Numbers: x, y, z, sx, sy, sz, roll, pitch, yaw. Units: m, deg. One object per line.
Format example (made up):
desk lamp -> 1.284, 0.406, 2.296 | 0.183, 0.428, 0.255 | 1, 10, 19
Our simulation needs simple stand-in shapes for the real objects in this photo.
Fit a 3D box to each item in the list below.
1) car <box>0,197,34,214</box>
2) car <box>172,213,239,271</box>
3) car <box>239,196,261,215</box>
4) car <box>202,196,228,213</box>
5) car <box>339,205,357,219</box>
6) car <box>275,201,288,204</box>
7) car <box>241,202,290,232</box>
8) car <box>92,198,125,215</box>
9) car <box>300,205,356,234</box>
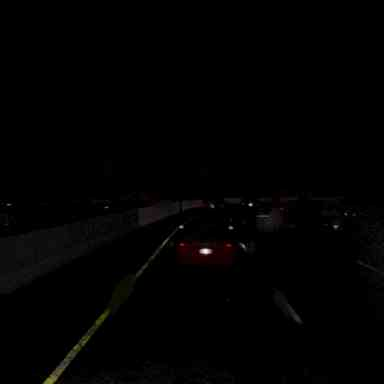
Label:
car -> -18.754, 1.363, 35.013 | 2.097, 1.767, 4.553 | 1, 0, 8
car -> 0.465, 1.622, 11.183 | 1.994, 1.385, 4.181 | 1, 0, 2
car -> 6.521, 1.472, 37.282 | 2.150, 2.045, 5.566 | 1, 0, 10
car -> 2.188, 1.395, 31.990 | 2.150, 2.045, 5.566 | 1, 0, 8
car -> 12.294, 1.821, 28.425 | 2.033, 1.411, 5.357 | 1, 0, 7
car -> 10.479, 1.782, 39.484 | 1.882, 1.535, 5.008 | 1, 0, 10
car -> 4.590, 1.641, 21.348 | 2.128, 1.511, 4.902 | 1, -1, 5
car -> -8.352, 1.343, 33.580 | 1.882, 1.535, 5.008 | 1, 0, 8
car -> 8.038, 1.714, 20.497 | 1.812, 1.442, 4.674 | 1, 0, 4
